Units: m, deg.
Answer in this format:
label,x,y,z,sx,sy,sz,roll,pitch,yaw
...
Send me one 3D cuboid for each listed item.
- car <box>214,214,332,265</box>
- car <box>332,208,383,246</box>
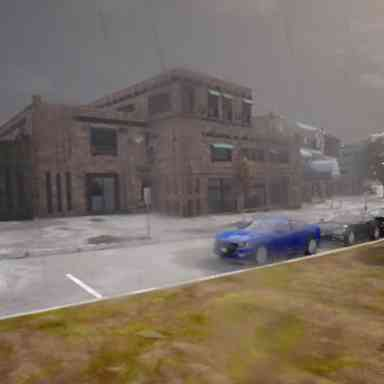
label,x,y,z,sx,sy,sz,roll,pitch,yaw
car,3.048,1.714,12.903,5.008,1.535,2.097,1,0,-39
car,7.906,1.729,16.957,4.892,1.521,2.231,1,0,-40
